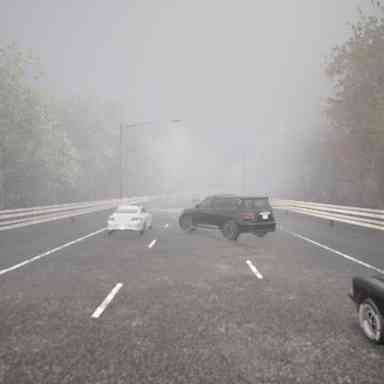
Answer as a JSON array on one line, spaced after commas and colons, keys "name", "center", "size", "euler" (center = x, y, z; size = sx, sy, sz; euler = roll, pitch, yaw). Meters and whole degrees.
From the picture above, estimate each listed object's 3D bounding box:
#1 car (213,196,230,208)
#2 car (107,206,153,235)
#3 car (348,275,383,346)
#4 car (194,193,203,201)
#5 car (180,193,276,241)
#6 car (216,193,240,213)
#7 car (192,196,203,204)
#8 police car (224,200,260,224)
[{"name": "car", "center": [4.070, 1.389, 47.157], "size": [2.033, 1.411, 5.357], "euler": [0, 0, 1]}, {"name": "car", "center": [-3.297, 1.467, 18.171], "size": [1.812, 1.442, 4.674], "euler": [0, 0, 1]}, {"name": "car", "center": [3.505, 1.590, 3.371], "size": [1.895, 1.301, 4.718], "euler": [0, 0, 0]}, {"name": "car", "center": [1.516, 1.077, 78.251], "size": [2.097, 1.767, 4.553], "euler": [0, 0, 2]}, {"name": "car", "center": [1.614, 1.169, 16.799], "size": [2.150, 2.045, 5.566], "euler": [0, 0, -37]}, {"name": "car", "center": [3.845, 1.101, 36.233], "size": [2.150, 2.045, 5.566], "euler": [0, 0, 1]}, {"name": "car", "center": [0.964, 1.392, 60.768], "size": [1.895, 1.301, 4.718], "euler": [0, 0, 2]}, {"name": "police car", "center": [3.676, 1.423, 25.251], "size": [2.038, 1.542, 4.974], "euler": [0, 0, 1]}]
